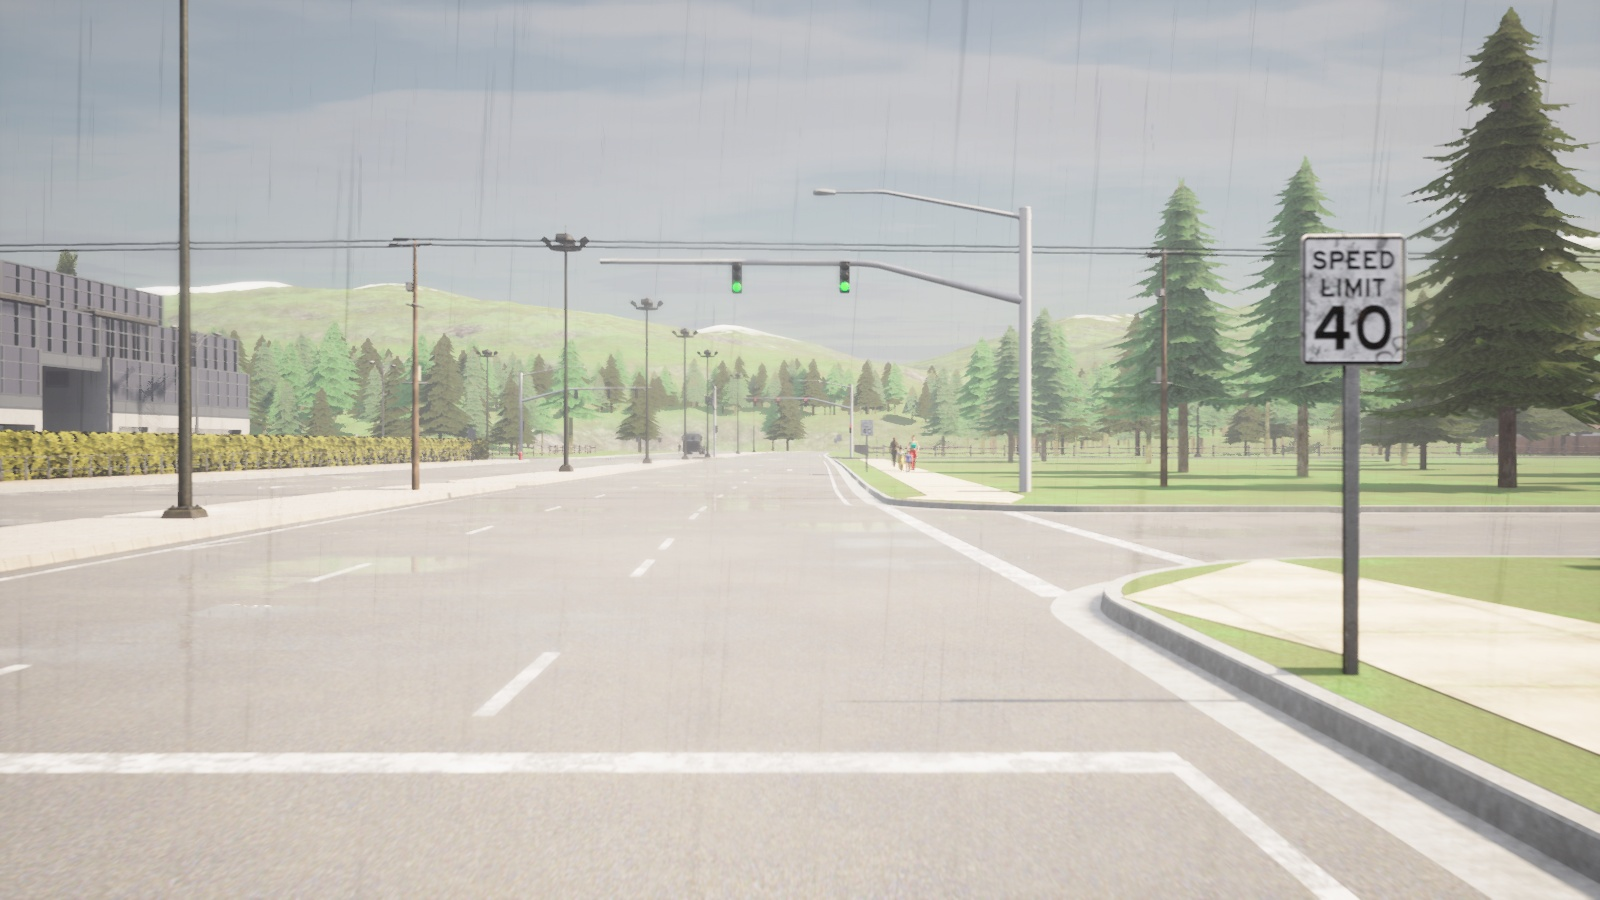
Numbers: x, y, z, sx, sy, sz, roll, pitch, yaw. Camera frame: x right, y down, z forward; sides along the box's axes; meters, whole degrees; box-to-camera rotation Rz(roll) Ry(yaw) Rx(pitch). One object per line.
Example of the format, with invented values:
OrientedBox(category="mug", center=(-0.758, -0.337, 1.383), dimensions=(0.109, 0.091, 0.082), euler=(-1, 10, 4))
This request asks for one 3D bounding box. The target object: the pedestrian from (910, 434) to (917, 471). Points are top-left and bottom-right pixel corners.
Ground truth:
OrientedBox(category="pedestrian", center=(5.759, 0.129, 63.627), dimensions=(0.345, 1.836, 0.594), euler=(0, 0, 2))
